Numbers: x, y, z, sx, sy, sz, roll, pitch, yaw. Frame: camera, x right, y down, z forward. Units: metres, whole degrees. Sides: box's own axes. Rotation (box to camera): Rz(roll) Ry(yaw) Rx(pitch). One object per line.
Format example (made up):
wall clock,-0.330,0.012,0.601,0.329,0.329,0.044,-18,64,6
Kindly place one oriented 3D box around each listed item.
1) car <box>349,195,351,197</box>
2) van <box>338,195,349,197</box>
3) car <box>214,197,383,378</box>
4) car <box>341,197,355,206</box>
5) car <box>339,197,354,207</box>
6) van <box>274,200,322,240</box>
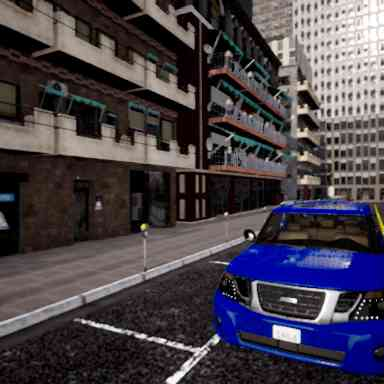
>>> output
car,21.414,1.307,46.839,2.192,1.841,5.009,-1,0,28
van,16.166,1.336,37.059,1.690,1.788,3.998,-1,0,28
car,2.372,1.221,6.104,2.150,2.045,5.566,0,0,29
car,26.663,1.533,56.617,1.887,1.381,4.507,-1,0,28
car,24.040,1.556,51.728,1.947,1.339,4.313,-1,0,28
van,5.671,1.338,17.501,1.690,1.788,3.998,-1,0,28
